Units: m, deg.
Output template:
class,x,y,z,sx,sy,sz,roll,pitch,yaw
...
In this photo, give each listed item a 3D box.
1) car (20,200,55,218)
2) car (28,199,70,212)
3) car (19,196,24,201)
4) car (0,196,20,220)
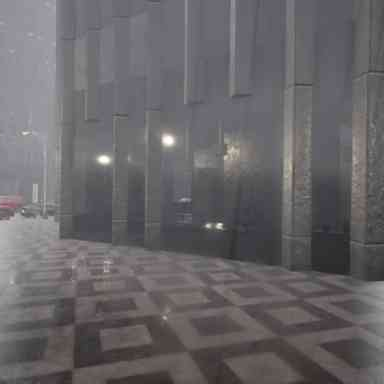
class,x,y,z,sx,sy,sz,roll,pitch,yaw
car,-13.836,1.742,31.336,1.947,1.339,4.313,1,0,35
car,-17.501,1.633,40.885,1.947,1.339,4.313,1,0,35
car,-20.771,1.353,36.288,2.192,1.841,5.009,1,0,35
car,-17.107,1.462,26.738,2.192,1.841,5.009,1,0,35
